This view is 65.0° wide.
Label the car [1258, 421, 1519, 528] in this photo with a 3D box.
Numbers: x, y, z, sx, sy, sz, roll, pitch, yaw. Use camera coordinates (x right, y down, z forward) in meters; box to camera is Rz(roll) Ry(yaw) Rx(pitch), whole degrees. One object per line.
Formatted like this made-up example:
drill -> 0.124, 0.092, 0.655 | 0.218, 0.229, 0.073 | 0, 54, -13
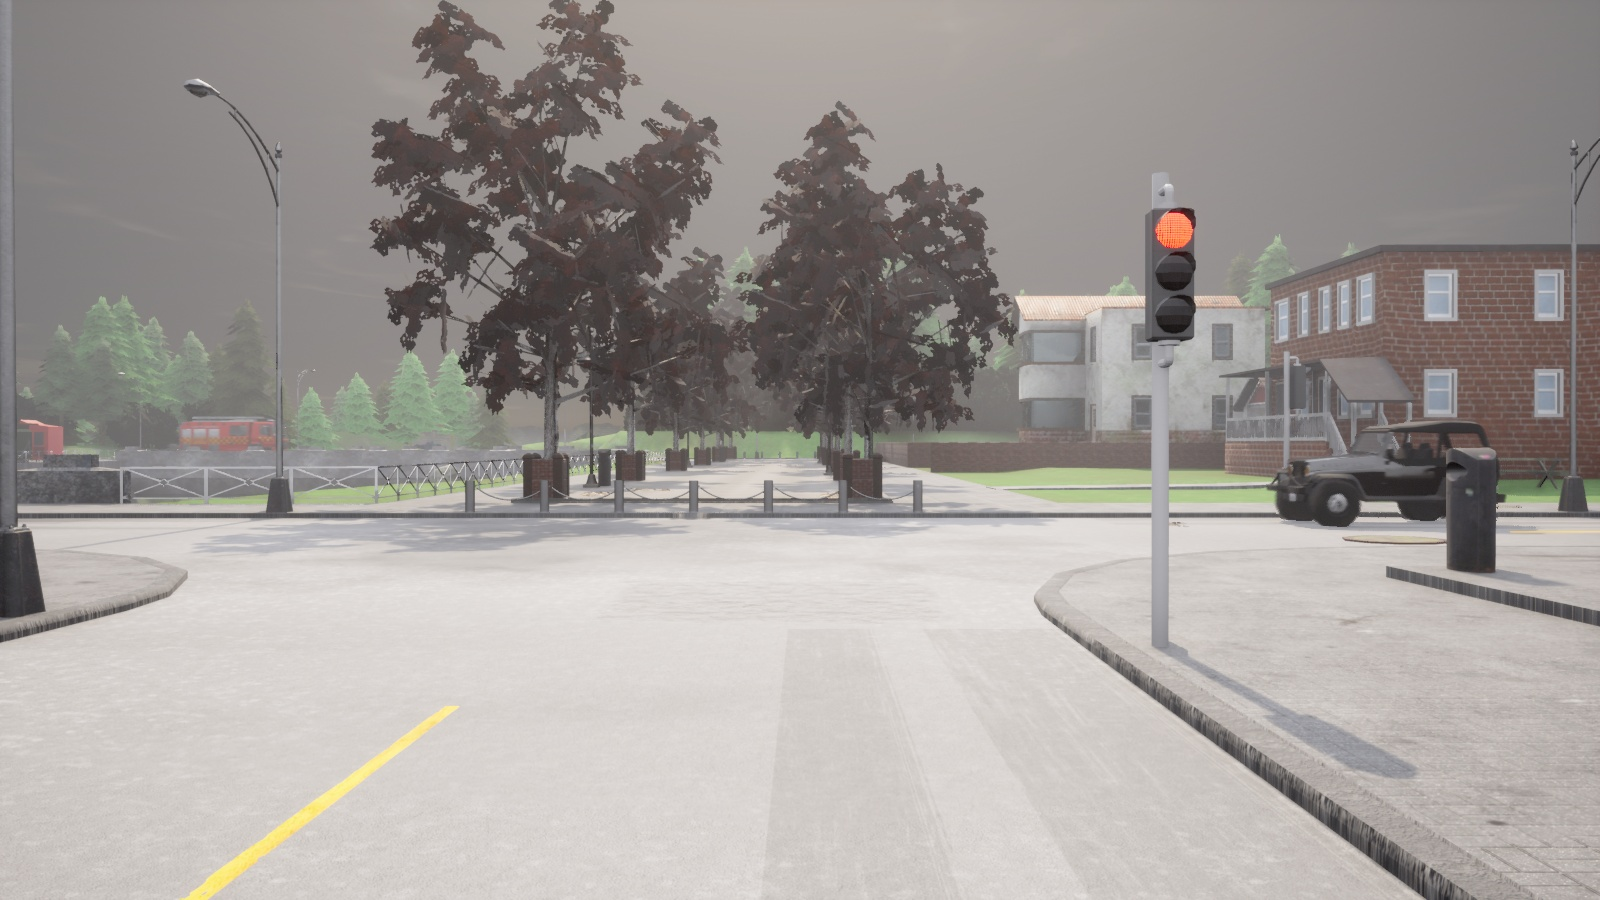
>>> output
car -> 10.617, 0.422, 22.867 | 3.866, 1.878, 1.905 | 0, 0, 0
